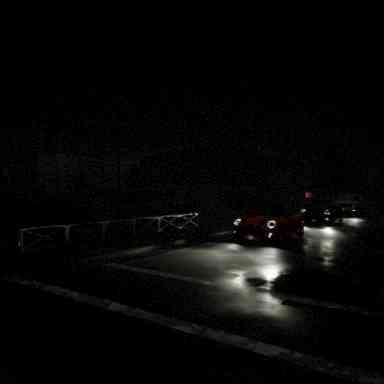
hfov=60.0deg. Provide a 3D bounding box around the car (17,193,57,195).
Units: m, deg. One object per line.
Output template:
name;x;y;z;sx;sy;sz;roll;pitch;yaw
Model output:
car;-16.933;1.156;36.888;1.845;1.501;3.633;0;0;35

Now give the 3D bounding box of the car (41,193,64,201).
car;-27.705;0.949;66.268;1.970;1.475;3.806;0;0;35

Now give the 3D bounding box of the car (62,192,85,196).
car;-22.272;0.900;62.836;2.152;1.636;5.027;0;0;35

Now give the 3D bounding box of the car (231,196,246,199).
car;5.911;1.280;43.316;1.845;1.501;3.633;0;0;35

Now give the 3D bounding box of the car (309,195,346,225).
car;9.306;1.324;23.826;2.097;1.767;4.553;0;0;35

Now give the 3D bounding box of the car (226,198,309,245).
car;3.701;1.325;15.710;2.097;1.767;4.553;0;0;35

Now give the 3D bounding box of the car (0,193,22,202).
car;-34.759;0.998;62.616;2.007;1.523;4.514;0;0;35

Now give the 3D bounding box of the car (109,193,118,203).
car;-11.813;0.883;55.467;1.905;1.878;3.866;0;0;35

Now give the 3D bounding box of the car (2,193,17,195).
car;-25.078;1.088;42.678;2.007;1.523;4.514;0;0;35

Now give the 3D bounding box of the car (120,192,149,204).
car;-9.200;0.917;54.131;1.932;1.855;4.605;0;0;35

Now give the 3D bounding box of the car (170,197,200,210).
car;-0.799;1.277;38.966;1.970;1.475;3.806;0;0;35

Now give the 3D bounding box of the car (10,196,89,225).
car;-9.075;1.246;22.028;2.007;1.523;4.514;0;0;35

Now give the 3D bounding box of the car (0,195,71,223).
car;-11.670;1.223;23.792;2.152;1.636;5.027;0;0;35

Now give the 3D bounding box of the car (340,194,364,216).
car;15.139;1.193;32.219;2.150;2.045;5.566;0;0;35
